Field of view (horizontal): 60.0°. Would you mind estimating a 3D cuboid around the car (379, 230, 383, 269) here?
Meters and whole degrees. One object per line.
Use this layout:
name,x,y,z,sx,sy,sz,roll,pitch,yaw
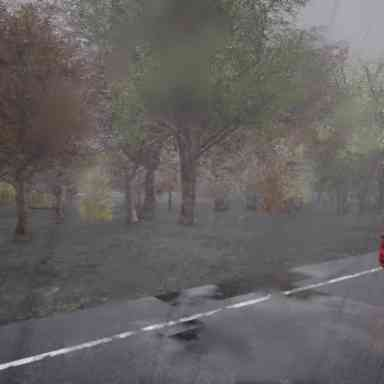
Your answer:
car,7.189,1.304,8.870,5.566,2.045,2.150,0,0,-36
